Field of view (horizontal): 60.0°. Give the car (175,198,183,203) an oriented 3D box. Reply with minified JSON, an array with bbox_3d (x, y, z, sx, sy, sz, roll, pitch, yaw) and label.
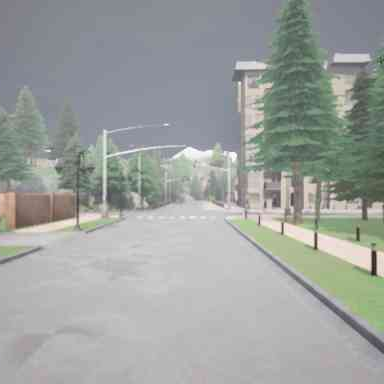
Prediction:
[{"bbox_3d":[-3.196,2.273,80.435,1.812,1.442,4.674,0,-1,1],"label":"car"}]

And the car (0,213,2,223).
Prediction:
[{"bbox_3d":[-12.773,1.333,17.597,4.605,1.855,1.932,0,-1,0],"label":"car"}]
